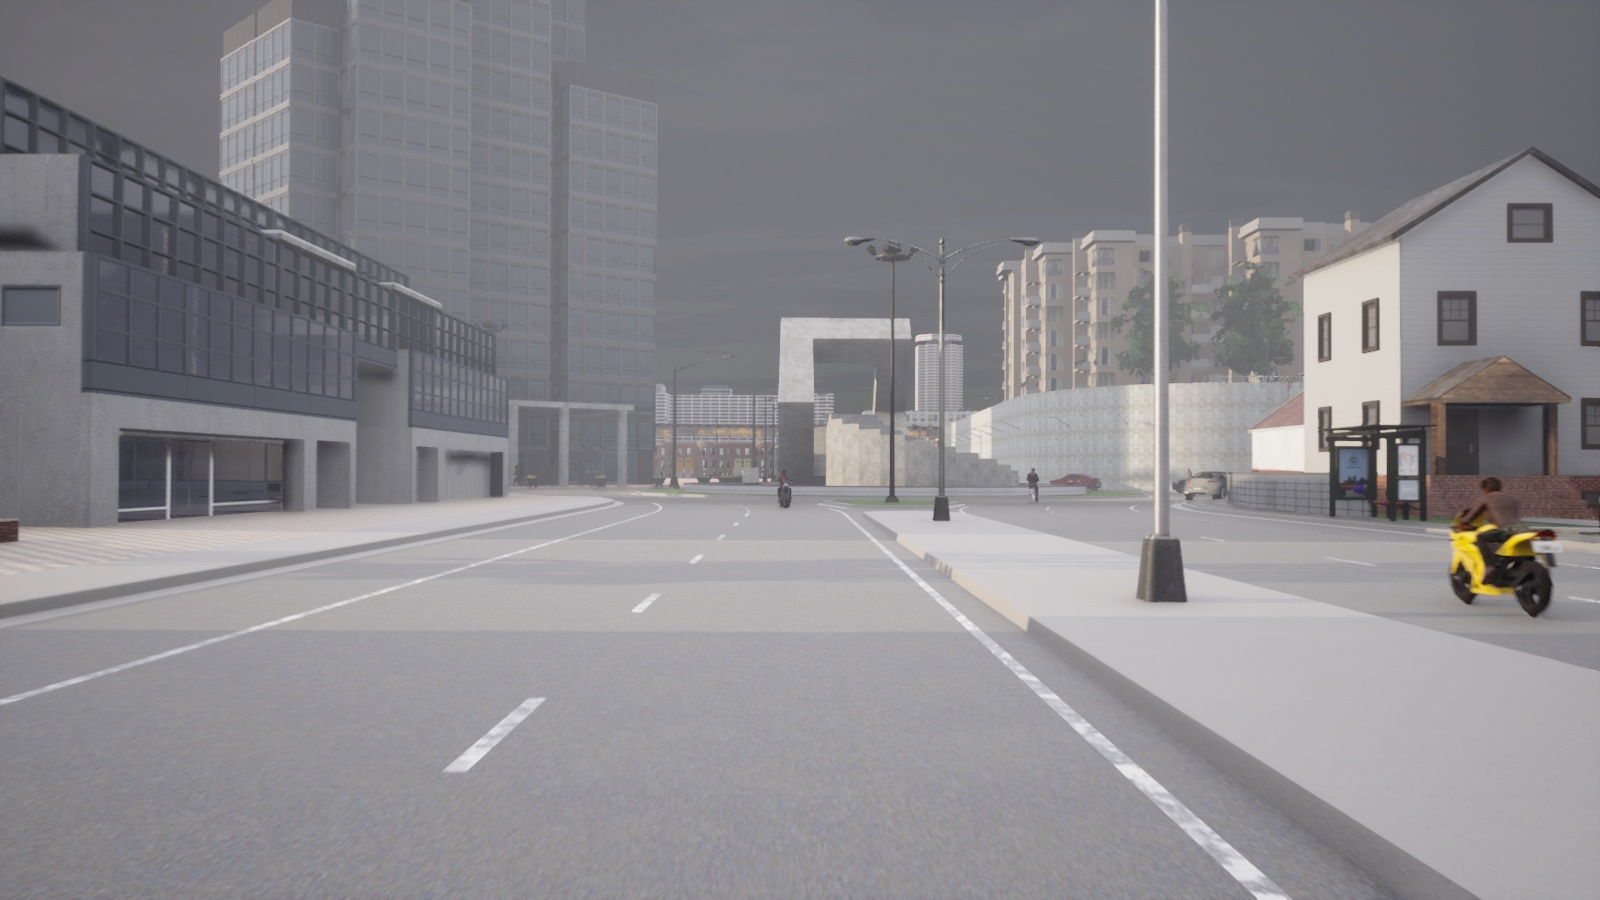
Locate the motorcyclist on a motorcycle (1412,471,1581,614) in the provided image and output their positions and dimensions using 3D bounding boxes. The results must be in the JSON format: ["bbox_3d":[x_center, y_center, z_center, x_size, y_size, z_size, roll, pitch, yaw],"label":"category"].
[{"bbox_3d":[7.965,1.007,14.485,0.797,1.523,2.044,0,-1,0],"label":"motorcyclist on a motorcycle"}]

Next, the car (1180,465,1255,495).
[{"bbox_3d":[23.757,1.693,71.357,2.152,1.651,5.027,-1,-1,43],"label":"car"}]

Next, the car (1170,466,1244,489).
[{"bbox_3d":[29.841,2.017,92.176,5.027,1.651,2.152,0,-1,13],"label":"car"}]

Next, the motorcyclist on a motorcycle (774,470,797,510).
[{"bbox_3d":[-0.623,1.658,53.187,0.766,1.649,2.350,0,-1,-7],"label":"motorcyclist on a motorcycle"}]
